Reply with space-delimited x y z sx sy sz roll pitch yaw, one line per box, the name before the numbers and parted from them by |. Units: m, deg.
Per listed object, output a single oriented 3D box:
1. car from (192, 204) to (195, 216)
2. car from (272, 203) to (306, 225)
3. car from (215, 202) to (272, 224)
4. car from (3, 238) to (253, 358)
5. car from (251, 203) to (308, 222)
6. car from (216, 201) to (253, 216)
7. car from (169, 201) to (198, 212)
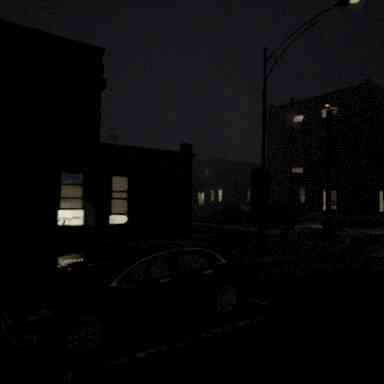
car | -1.510 1.808 33.266 1.802 1.307 4.206 1 -1 -35
car | 6.688 1.726 26.312 1.812 1.442 4.674 2 -1 -35
car | 3.654 1.693 25.894 1.887 1.381 4.507 1 -1 -35
car | -0.842 1.563 5.943 4.403 1.369 2.008 0 1 -36
car | 7.792 1.772 30.212 1.882 1.535 5.008 2 -1 -34
car | 4.936 1.875 39.123 1.967 1.590 4.097 1 -1 -35
car | -1.276 2.080 47.979 2.008 1.369 4.403 1 -1 -35
